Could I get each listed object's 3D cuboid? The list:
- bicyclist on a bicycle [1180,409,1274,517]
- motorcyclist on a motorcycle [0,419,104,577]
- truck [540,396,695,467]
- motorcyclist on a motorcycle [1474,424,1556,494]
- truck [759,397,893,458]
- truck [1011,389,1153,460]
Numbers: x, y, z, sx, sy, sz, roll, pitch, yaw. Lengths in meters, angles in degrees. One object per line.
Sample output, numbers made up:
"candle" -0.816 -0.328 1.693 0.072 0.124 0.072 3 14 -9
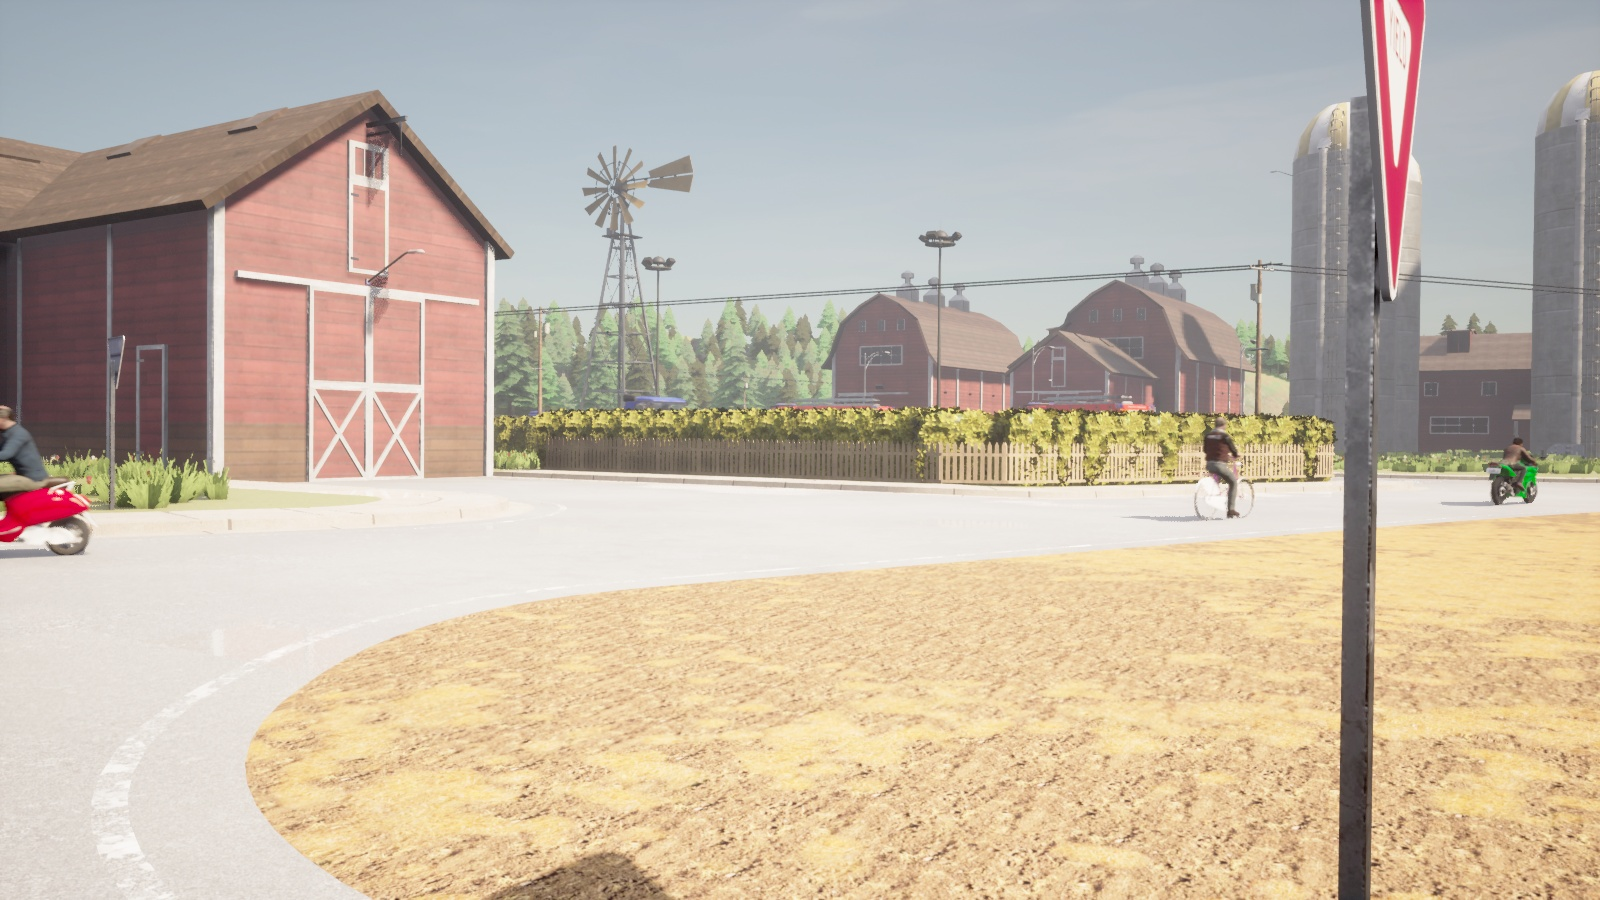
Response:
"bicyclist on a bicycle" 7.311 0.199 21.490 1.843 1.776 0.659 -1 1 -40
"motorcyclist on a motorcycle" -8.303 0.485 12.993 1.817 1.590 0.866 -1 0 -36
"truck" -9.434 -0.906 64.503 7.936 3.462 2.891 0 1 33
"motorcyclist on a motorcycle" 16.080 0.186 28.217 2.044 1.523 0.797 -1 1 -35
"truck" 1.626 -1.429 82.103 8.468 3.827 2.891 0 1 33
"truck" 16.081 -1.428 72.410 2.891 3.827 8.468 -1 1 -32
